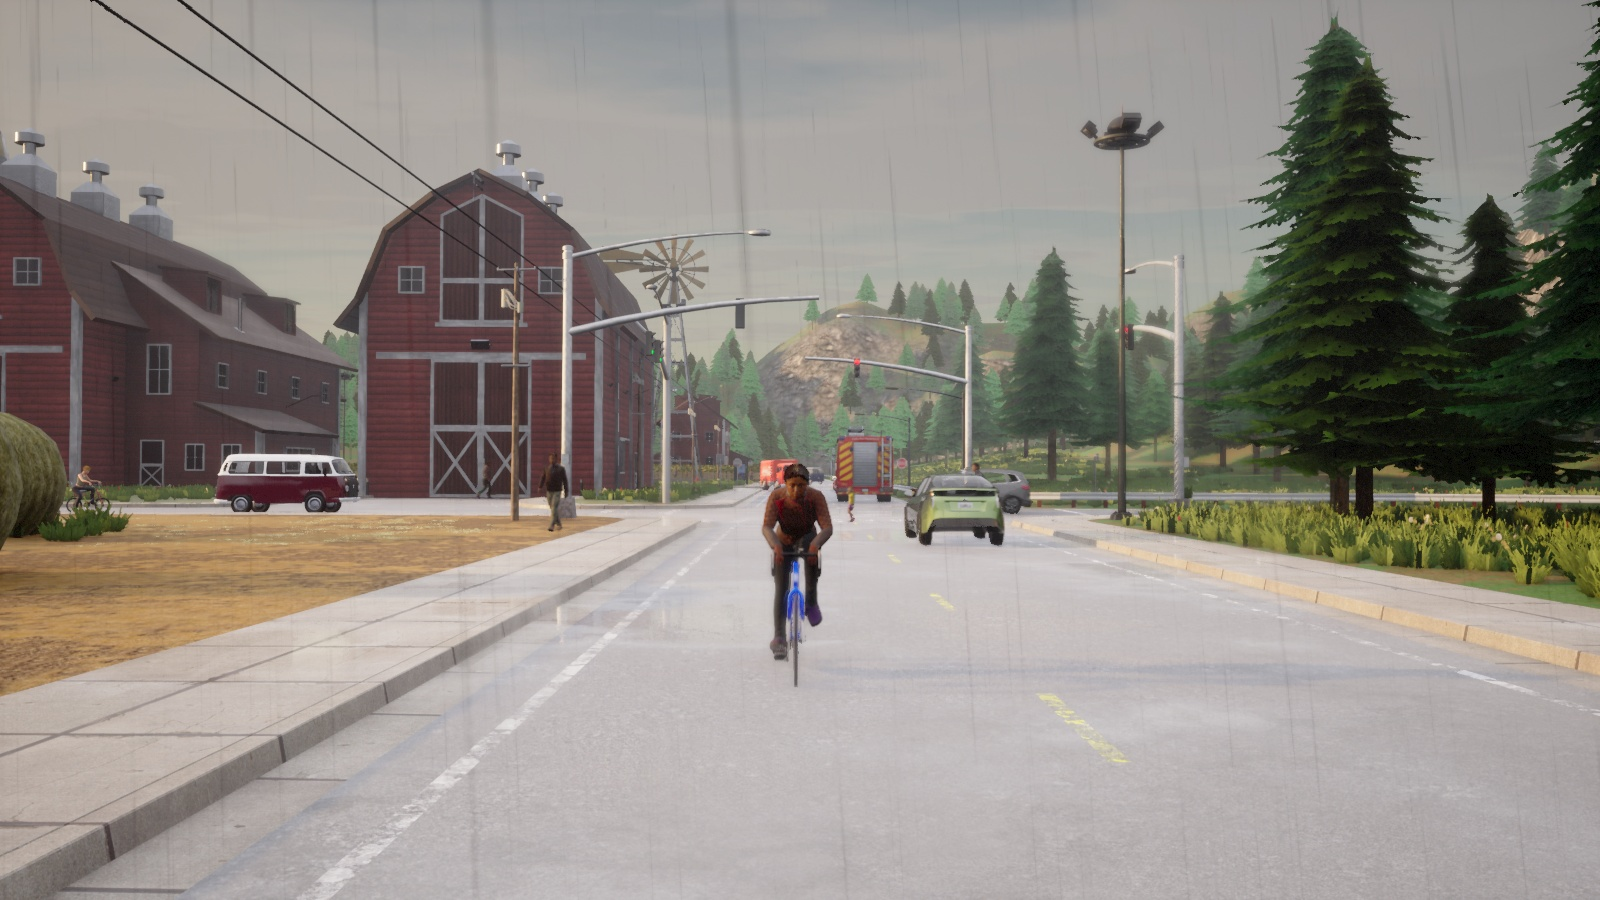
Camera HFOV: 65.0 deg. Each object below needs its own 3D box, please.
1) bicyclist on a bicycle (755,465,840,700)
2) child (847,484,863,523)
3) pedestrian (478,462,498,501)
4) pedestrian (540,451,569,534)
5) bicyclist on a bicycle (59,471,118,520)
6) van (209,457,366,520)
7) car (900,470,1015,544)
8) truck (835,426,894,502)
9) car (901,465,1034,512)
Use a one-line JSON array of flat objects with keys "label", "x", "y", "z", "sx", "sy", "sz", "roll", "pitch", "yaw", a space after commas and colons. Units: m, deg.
[{"label": "bicyclist on a bicycle", "x": -0.021, "y": 0.927, "z": 9.536, "sx": 0.582, "sy": 1.620, "sz": 1.656, "roll": 0, "pitch": -1, "yaw": 0}, {"label": "child", "x": 1.654, "y": 1.612, "z": 37.955, "sx": 0.473, "sy": 1.160, "sz": 0.299, "roll": 0, "pitch": -1, "yaw": -1}, {"label": "pedestrian", "x": -14.469, "y": 1.464, "z": 58.241, "sx": 0.869, "sy": 1.805, "sz": 0.328, "roll": 0, "pitch": -1, "yaw": -4}, {"label": "pedestrian", "x": -5.471, "y": 0.943, "z": 28.042, "sx": 0.431, "sy": 1.840, "sz": 0.703, "roll": 0, "pitch": -1, "yaw": 8}, {"label": "bicyclist on a bicycle", "x": -24.097, "y": 1.534, "z": 42.557, "sx": 1.509, "sy": 1.612, "sz": 0.866, "roll": 0, "pitch": -1, "yaw": -1}, {"label": "van", "x": -17.365, "y": 1.292, "z": 42.696, "sx": 4.480, "sy": 2.038, "sz": 2.069, "roll": 0, "pitch": -1, "yaw": -1}, {"label": "car", "x": 3.437, "y": 1.220, "z": 28.266, "sx": 2.007, "sy": 1.525, "sz": 4.514, "roll": 0, "pitch": -1, "yaw": 0}, {"label": "truck", "x": 3.357, "y": 0.768, "z": 67.548, "sx": 2.891, "sy": 3.827, "sz": 8.468, "roll": 0, "pitch": -1, "yaw": 1}, {"label": "car", "x": 6.166, "y": 1.401, "z": 46.676, "sx": 4.611, "sy": 1.667, "sz": 2.242, "roll": 0, "pitch": -1, "yaw": -1}]
